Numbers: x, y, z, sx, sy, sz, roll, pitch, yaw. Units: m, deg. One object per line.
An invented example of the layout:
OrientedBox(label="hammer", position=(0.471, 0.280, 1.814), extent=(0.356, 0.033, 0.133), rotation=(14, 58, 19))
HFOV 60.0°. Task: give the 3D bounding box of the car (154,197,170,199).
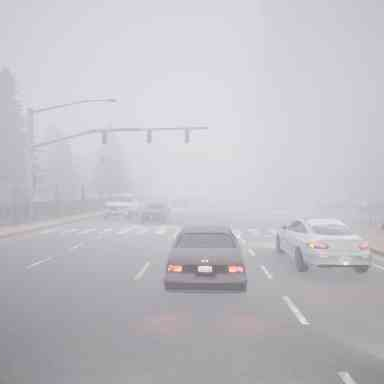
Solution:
OrientedBox(label="car", position=(-5.007, 1.477, 50.994), extent=(1.882, 1.535, 5.008), rotation=(0, 0, 2))

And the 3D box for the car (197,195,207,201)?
OrientedBox(label="car", position=(2.153, 1.500, 80.132), extent=(1.837, 1.490, 4.892), rotation=(0, 0, 23))

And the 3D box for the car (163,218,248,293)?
OrientedBox(label="car", position=(0.380, 1.547, 8.988), extent=(2.033, 1.411, 5.357), rotation=(0, 0, 3))

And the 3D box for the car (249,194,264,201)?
OrientedBox(label="car", position=(17.008, 1.540, 87.807), extent=(5.357, 1.411, 2.033), rotation=(0, 0, -35))

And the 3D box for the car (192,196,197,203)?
OrientedBox(label="car", position=(-0.648, 1.477, 68.679), extent=(1.882, 1.535, 5.008), rotation=(0, 0, 4))

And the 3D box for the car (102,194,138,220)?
OrientedBox(label="car", position=(-5.958, 1.221, 28.534), extent=(2.150, 2.045, 5.566), rotation=(0, 0, 2))

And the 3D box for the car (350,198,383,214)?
OrientedBox(label="car", position=(20.162, 1.407, 35.994), extent=(4.553, 1.767, 2.097), rotation=(0, 0, 2))

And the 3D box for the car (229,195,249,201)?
OrientedBox(label="car", position=(11.994, 1.525, 88.171), extent=(4.902, 1.511, 2.128), rotation=(0, 0, -44))

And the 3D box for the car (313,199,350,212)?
OrientedBox(label="car", position=(16.997, 1.547, 39.615), extent=(4.902, 1.511, 2.128), rotation=(0, 0, 3))

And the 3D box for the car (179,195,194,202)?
OrientedBox(label="car", position=(-1.345, 1.552, 80.885), extent=(1.994, 1.385, 4.181), rotation=(0, 0, 23))

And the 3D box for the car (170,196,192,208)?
OrientedBox(label="car", position=(-1.586, 1.491, 49.197), extent=(2.128, 1.511, 4.902), rotation=(0, 0, 2))

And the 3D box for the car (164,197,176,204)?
OrientedBox(label="car", position=(-4.307, 1.601, 66.057), extent=(1.895, 1.301, 4.718), rotation=(0, 0, 3))

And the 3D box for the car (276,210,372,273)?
OrientedBox(label="car", position=(3.963, 1.526, 10.614), extent=(1.812, 1.442, 4.674), rotation=(0, 0, 3))

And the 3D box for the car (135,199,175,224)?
OrientedBox(label="car", position=(-2.618, 1.505, 24.669), extent=(1.837, 1.490, 4.892), rotation=(0, 0, 2))
